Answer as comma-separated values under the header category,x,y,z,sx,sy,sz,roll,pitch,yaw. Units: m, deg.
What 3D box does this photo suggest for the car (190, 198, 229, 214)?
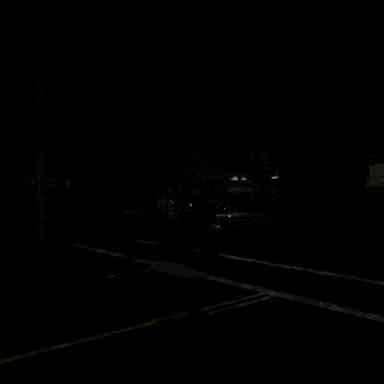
category,x,y,z,sx,sy,sz,roll,pitch,yaw
car,1.741,1.394,34.109,1.837,1.490,4.892,-1,0,-37

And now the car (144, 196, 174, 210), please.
category,x,y,z,sx,sy,sz,roll,pitch,yaw
car,-4.254,1.252,42.081,2.097,1.767,4.553,-1,0,-37
